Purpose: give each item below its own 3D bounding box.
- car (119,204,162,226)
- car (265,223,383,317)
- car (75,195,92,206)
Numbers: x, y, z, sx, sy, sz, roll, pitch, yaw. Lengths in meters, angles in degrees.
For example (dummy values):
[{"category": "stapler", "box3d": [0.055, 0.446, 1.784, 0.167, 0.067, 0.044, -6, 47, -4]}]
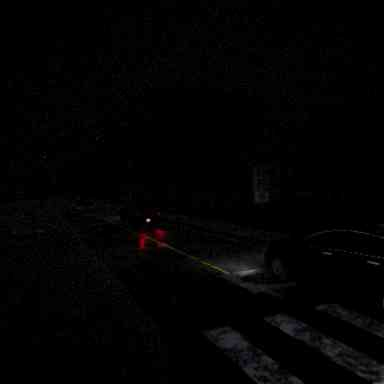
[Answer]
[{"category": "car", "box3d": [-3.612, 1.438, 22.493, 1.895, 1.301, 4.718, -2, 1, -24]}, {"category": "car", "box3d": [3.477, 1.397, 6.853, 1.837, 1.490, 4.892, -2, 1, -24]}, {"category": "car", "box3d": [-17.032, 1.231, 52.054, 2.097, 1.767, 4.553, -2, 1, -24]}]
